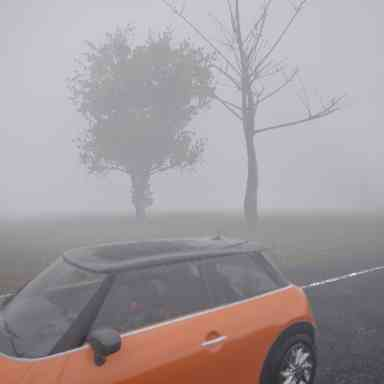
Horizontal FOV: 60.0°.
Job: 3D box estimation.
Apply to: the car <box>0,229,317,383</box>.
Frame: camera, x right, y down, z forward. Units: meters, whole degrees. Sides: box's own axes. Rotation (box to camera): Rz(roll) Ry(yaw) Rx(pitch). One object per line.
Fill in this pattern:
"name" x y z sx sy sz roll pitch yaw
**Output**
"car" -0.816 1.352 3.380 4.553 1.767 2.097 0 0 -35
